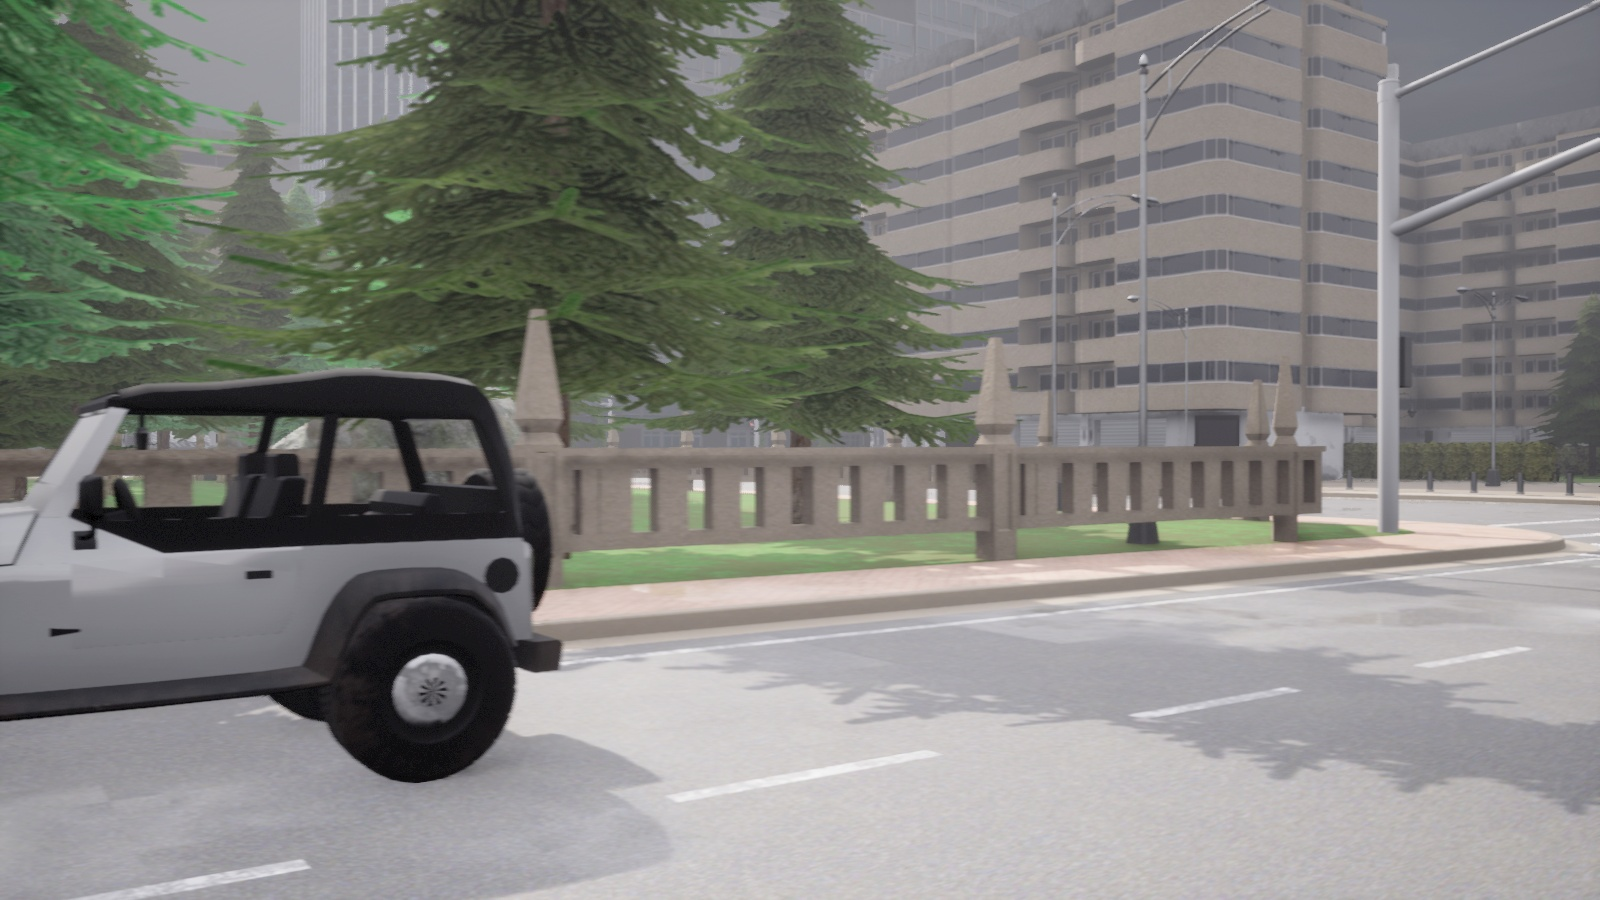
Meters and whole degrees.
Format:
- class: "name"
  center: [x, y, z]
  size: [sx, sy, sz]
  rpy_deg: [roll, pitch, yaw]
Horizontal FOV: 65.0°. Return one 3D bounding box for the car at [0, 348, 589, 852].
- class: "car"
  center: [-3.148, 0.561, 5.733]
  size: [3.866, 1.878, 1.905]
  rpy_deg: [0, 0, -35]
